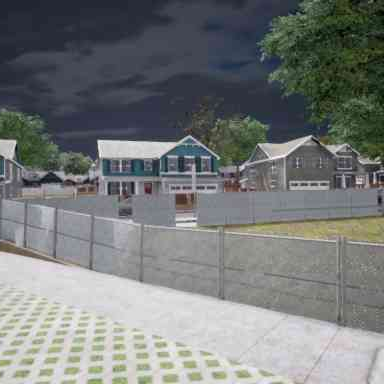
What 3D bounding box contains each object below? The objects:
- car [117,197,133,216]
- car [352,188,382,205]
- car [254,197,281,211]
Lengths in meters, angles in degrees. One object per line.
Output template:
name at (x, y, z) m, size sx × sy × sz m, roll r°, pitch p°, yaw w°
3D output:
car at (-4.195, 1.057, 22.934) m, size 4.181 × 1.385 × 1.994 m, roll -2°, pitch 0°, yaw -18°
car at (15.373, 0.469, 28.908) m, size 4.892 × 1.490 × 1.837 m, roll -2°, pitch 0°, yaw -15°
car at (5.758, 0.772, 26.118) m, size 5.357 × 1.411 × 2.033 m, roll -2°, pitch 0°, yaw -17°
